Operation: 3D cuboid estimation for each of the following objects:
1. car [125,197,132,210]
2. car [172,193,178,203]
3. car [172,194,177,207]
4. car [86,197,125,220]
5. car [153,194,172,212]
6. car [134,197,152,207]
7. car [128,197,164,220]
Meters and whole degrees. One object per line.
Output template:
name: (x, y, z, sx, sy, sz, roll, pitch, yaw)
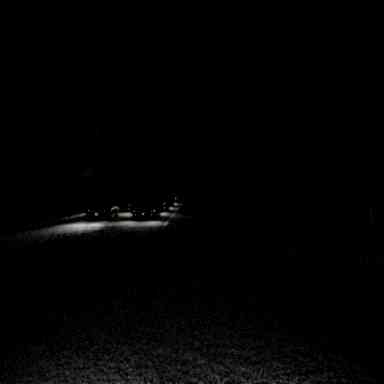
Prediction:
car: (-7.111, 1.310, 36.457, 1.882, 1.535, 5.008, 0, 0, 0)
car: (-3.545, 1.081, 58.813, 2.097, 1.767, 4.553, 0, 0, 0)
car: (-3.593, 1.352, 46.105, 1.994, 1.385, 4.181, 0, 0, 0)
car: (-7.121, 1.367, 26.972, 2.128, 1.511, 4.902, 0, 0, -2)
car: (-3.611, 1.185, 36.208, 2.097, 1.767, 4.553, 0, 0, 0)
car: (-7.077, 1.378, 48.345, 1.895, 1.301, 4.718, 0, 0, 0)
car: (-3.612, 1.380, 27.052, 1.837, 1.490, 4.892, 0, 0, 0)
